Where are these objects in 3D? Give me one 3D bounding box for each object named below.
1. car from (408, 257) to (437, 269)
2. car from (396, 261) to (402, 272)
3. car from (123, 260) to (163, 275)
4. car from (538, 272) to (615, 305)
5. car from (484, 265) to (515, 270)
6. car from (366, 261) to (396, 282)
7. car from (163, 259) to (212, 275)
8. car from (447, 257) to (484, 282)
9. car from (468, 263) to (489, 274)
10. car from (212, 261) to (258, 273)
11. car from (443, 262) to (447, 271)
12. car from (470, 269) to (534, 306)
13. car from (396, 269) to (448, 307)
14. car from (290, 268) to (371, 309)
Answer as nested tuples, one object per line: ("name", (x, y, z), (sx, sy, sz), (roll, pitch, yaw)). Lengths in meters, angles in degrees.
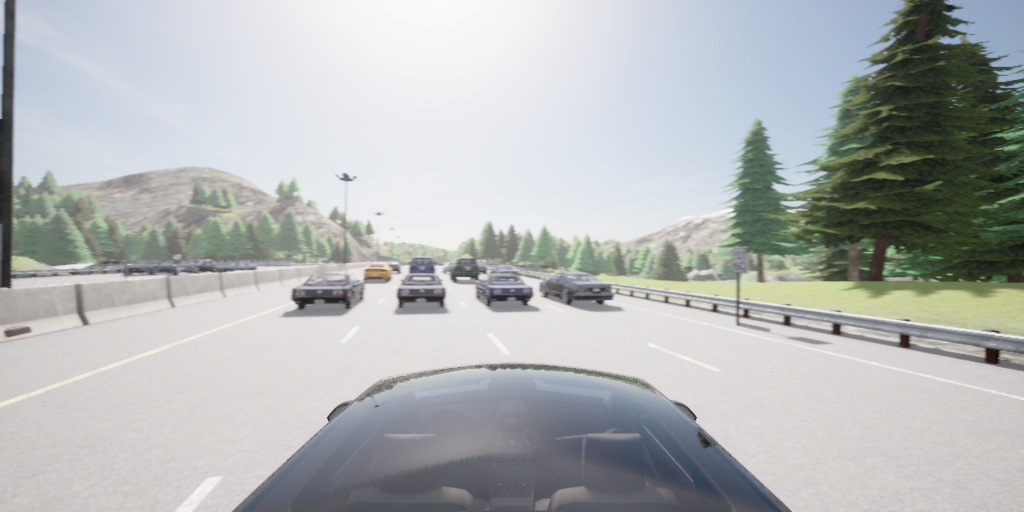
("car", (-7.545, 1.076, 30.167), (2.150, 2.045, 5.566), (1, 0, -14))
("car", (-14.586, 1.354, 43.917), (2.128, 1.511, 4.902), (1, 0, -14))
("car", (-33.595, 1.064, 33.349), (1.994, 1.385, 4.181), (1, -1, -14))
("car", (2.879, 1.458, 17.270), (2.033, 1.411, 5.357), (1, 0, -14))
("car", (-0.750, 1.520, 31.825), (2.033, 1.411, 5.357), (1, 0, -14))
("car", (-11.051, 1.283, 29.762), (1.882, 1.535, 5.008), (1, 0, -14))
("car", (-30.256, 1.049, 34.419), (2.128, 1.511, 4.902), (1, -1, -14))
("car", (-4.146, 1.133, 31.003), (2.150, 2.045, 5.566), (1, 0, -14))
("car", (-4.401, 1.597, 46.456), (1.994, 1.385, 4.181), (1, 0, -14))
("car", (-26.858, 1.178, 35.250), (1.994, 1.385, 4.181), (1, -1, -14))
("car", (-7.796, 1.502, 45.610), (1.812, 1.442, 4.674), (1, 0, -14))
("car", (-0.545, 1.458, 16.537), (1.895, 1.301, 4.718), (1, 0, -14))
("car", (-3.940, 1.403, 15.692), (1.895, 1.301, 4.718), (1, 0, -14))
("car", (-7.335, 1.346, 14.843), (1.895, 1.301, 4.718), (1, 0, -14))
